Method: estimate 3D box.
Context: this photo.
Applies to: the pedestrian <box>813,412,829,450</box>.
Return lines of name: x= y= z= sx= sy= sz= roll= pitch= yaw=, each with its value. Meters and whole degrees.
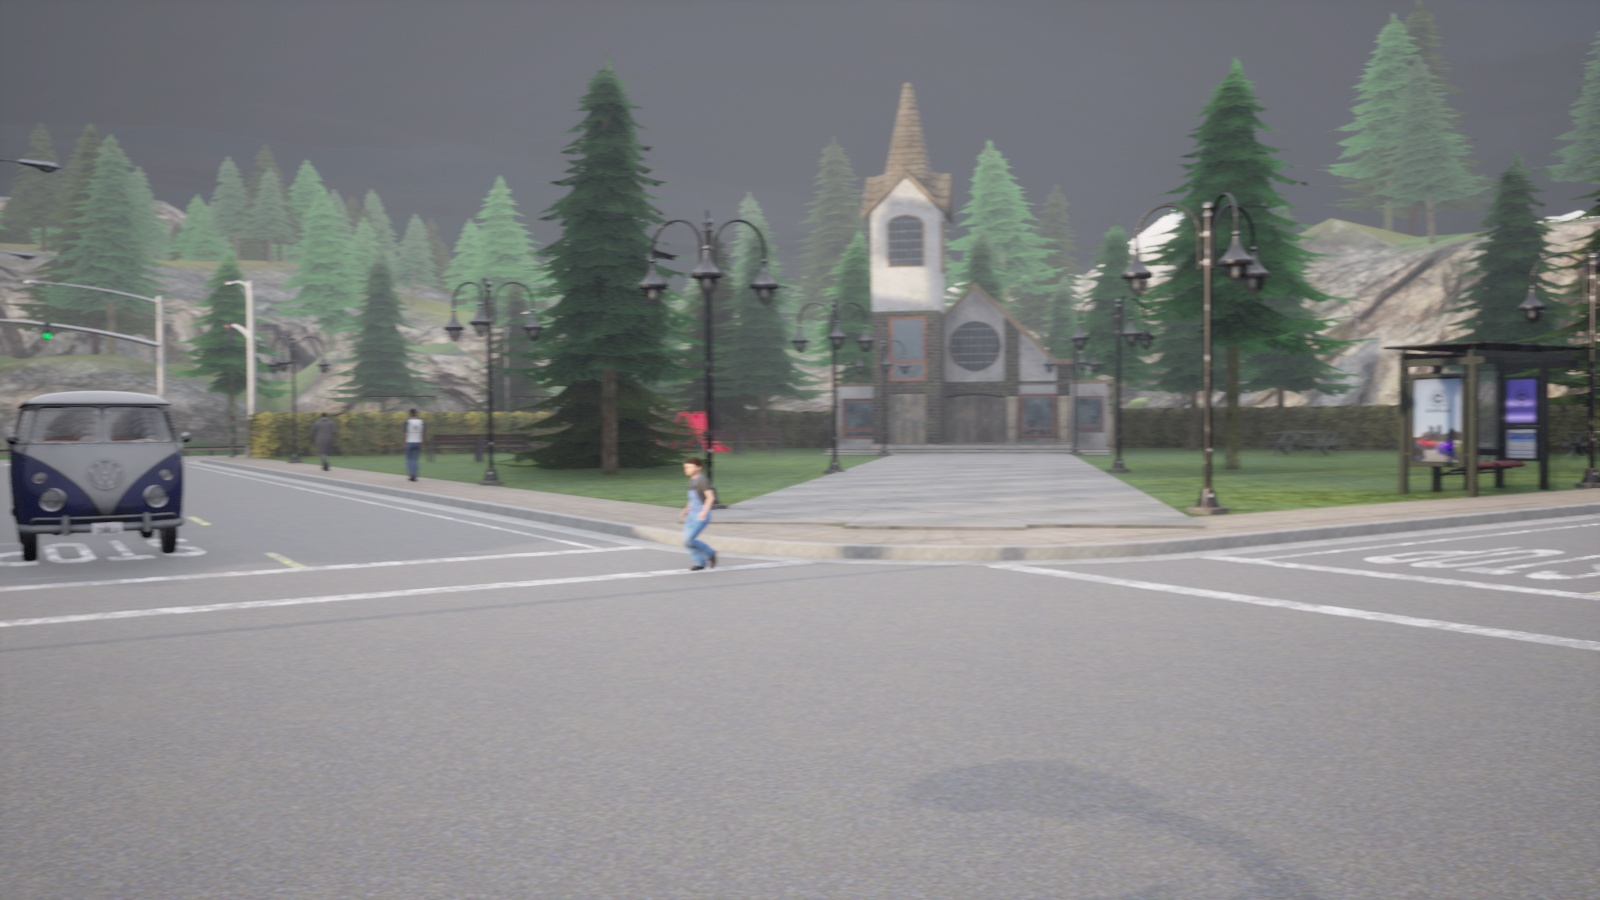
pedestrian: x=1.087 y=-0.994 z=64.885 sx=0.788 sy=1.949 sz=0.423 roll=0 pitch=1 yaw=15

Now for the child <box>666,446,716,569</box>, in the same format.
child: x=-1.145 y=0.592 z=13.194 sx=0.437 sy=1.263 sz=0.270 roll=-1 pitch=2 yaw=-34

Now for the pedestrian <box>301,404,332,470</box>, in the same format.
pedestrian: x=-14.659 y=-0.402 z=38.061 sx=0.659 sy=1.952 sz=0.873 roll=-1 pitch=2 yaw=-35

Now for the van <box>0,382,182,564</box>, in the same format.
van: x=-9.156 y=0.200 z=16.004 sx=1.775 sy=1.987 sz=4.442 roll=-1 pitch=2 yaw=-33

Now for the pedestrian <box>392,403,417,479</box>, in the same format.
pedestrian: x=-9.658 y=-0.228 z=30.663 sx=0.354 sy=1.836 sz=0.706 roll=-1 pitch=2 yaw=-35

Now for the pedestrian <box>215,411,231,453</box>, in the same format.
pedestrian: x=-25.028 y=-0.786 z=54.470 sx=0.614 sy=1.847 sz=0.353 roll=-1 pitch=2 yaw=-32
